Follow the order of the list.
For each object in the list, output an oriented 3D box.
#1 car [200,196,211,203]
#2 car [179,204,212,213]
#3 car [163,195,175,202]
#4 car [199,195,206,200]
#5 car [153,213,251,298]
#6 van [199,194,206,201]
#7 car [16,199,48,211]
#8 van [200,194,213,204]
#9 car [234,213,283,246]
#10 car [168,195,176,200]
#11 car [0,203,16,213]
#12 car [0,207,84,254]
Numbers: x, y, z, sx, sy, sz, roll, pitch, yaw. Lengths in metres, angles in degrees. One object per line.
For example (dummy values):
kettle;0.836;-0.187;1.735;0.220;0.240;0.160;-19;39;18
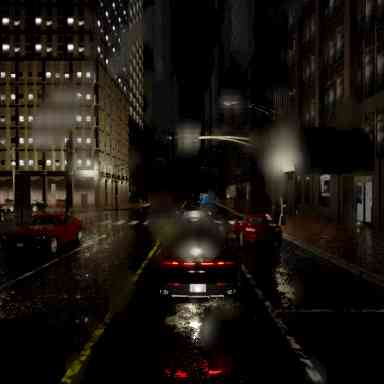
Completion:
car;2.785;1.534;69.817;2.008;1.369;4.403;0;0;0
car;0.125;1.561;17.687;1.994;1.385;4.181;0;0;0
car;-5.587;1.524;75.526;1.887;1.381;4.507;0;0;0
car;2.818;1.550;92.604;1.802;1.307;4.206;0;0;0
car;0.111;1.504;8.484;1.837;1.490;4.892;0;0;0
van;2.809;1.313;86.907;1.690;1.788;3.998;0;0;0
car;-18.469;1.499;37.206;4.403;1.369;2.008;0;0;1
van;2.768;1.329;58.424;1.690;1.788;3.998;0;0;0
car;2.835;1.580;14.831;1.802;1.307;4.206;0;0;0
car;-5.562;1.534;92.617;1.947;1.339;4.313;0;0;0
car;-18.568;1.308;28.824;5.009;1.841;2.192;0;0;1
car;-5.806;1.543;13.466;1.887;1.381;4.507;0;0;0
